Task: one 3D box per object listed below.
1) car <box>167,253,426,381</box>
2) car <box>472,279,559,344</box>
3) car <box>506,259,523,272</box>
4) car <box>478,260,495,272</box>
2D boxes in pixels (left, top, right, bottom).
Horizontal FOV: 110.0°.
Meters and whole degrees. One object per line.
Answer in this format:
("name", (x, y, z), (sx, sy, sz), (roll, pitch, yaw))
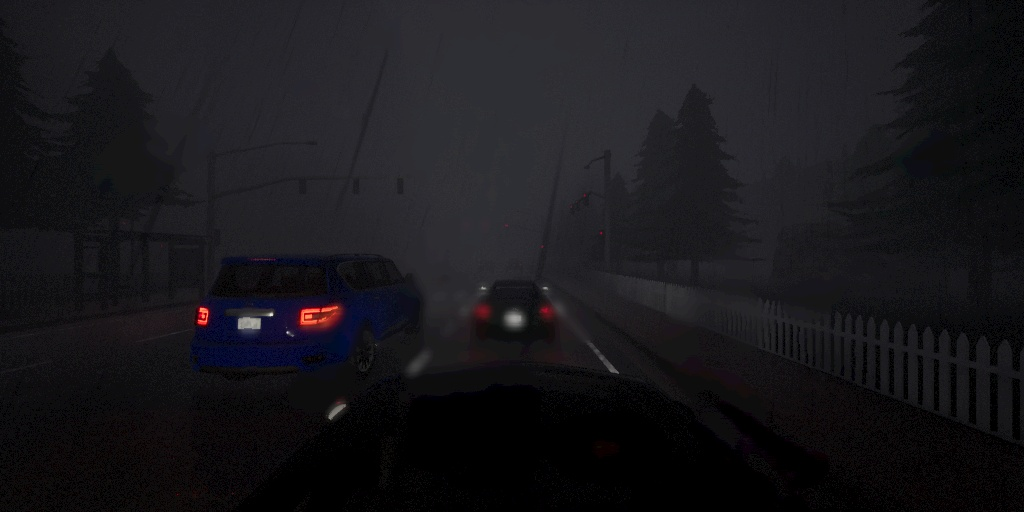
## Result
("car", (-3.403, 0.972, 7.356), (2.150, 2.045, 5.566), (0, 0, 0))
("car", (0.090, 1.314, 9.635), (1.994, 1.385, 4.181), (0, 0, 1))
("car", (0.285, 1.102, 45.649), (2.097, 1.767, 4.553), (0, 0, 0))
("car", (-3.218, 1.242, 45.619), (2.128, 1.511, 4.902), (0, 0, 1))
